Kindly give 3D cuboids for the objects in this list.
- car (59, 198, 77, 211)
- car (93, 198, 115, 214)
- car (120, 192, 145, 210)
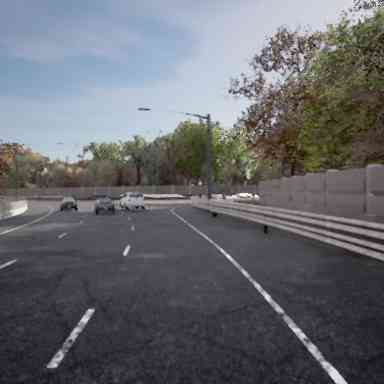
[{"bbox_3d":[-14.891,1.432,40.101,1.812,1.442,4.674,0,0,-22],"label":"car"},{"bbox_3d":[-9.122,1.372,34.520,2.128,1.511,4.902,-1,0,-18],"label":"car"},{"bbox_3d":[-7.121,1.049,39.577,2.150,2.045,5.566,0,0,-21],"label":"car"}]
